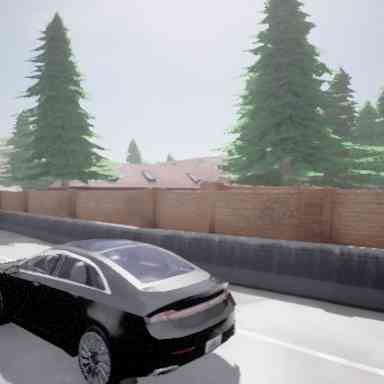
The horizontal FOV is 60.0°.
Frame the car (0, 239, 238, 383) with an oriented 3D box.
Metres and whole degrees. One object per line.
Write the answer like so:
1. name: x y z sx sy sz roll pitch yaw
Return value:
1. car: -1.629 1.530 5.379 4.902 1.511 2.128 0 0 39
